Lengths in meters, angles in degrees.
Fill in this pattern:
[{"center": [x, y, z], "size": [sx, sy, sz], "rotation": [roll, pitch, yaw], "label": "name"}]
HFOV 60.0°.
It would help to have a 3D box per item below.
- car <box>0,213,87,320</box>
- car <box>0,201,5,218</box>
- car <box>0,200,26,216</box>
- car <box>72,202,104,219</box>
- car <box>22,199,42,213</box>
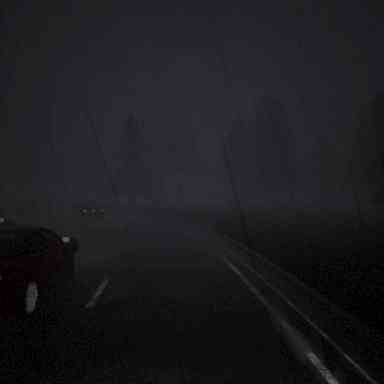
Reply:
[{"center": [-3.920, 1.472, 7.287], "size": [1.882, 1.535, 5.008], "rotation": [0, 0, -5], "label": "car"}, {"center": [-18.271, 1.548, 30.005], "size": [1.994, 1.385, 4.181], "rotation": [0, 0, -35], "label": "car"}, {"center": [-7.960, 1.348, 11.840], "size": [2.097, 1.767, 4.553], "rotation": [0, 0, -8], "label": "car"}, {"center": [-8.803, 1.508, 28.018], "size": [2.033, 1.411, 5.357], "rotation": [0, 0, -28], "label": "car"}, {"center": [-16.480, 1.462, 33.395], "size": [2.128, 1.511, 4.902], "rotation": [0, 0, -38], "label": "car"}]
